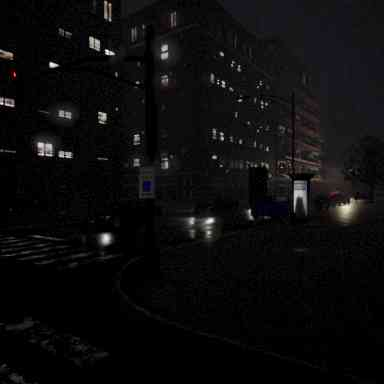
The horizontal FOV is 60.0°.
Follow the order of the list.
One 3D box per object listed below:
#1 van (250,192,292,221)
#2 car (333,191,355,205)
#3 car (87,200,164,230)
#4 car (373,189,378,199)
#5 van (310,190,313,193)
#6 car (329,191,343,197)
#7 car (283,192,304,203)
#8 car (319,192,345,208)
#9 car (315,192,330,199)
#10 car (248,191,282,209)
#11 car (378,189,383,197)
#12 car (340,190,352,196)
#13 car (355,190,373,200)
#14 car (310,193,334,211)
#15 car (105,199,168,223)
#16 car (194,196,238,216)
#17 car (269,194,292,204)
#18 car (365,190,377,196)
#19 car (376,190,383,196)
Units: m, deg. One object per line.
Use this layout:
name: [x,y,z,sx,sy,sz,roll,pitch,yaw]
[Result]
van: [5.657,1.008,23.736,1.690,1.788,3.998,1,1,36]
car: [18.797,0.923,42.138,1.947,1.339,4.313,1,1,36]
car: [-3.831,1.263,19.800,1.882,1.535,5.008,0,1,37]
car: [31.937,0.590,60.535,1.887,1.381,4.507,1,1,36]
van: [19.102,0.536,56.117,1.690,1.788,3.998,1,1,36]
car: [32.227,0.428,74.499,1.887,1.381,4.507,1,1,36]
car: [15.720,0.801,51.388,1.752,1.417,4.829,1,1,36]
car: [15.511,0.979,37.538,1.887,1.381,4.507,1,1,36]
car: [25.664,0.621,65.311,1.802,1.307,4.206,1,1,36]
car: [8.070,0.856,36.434,2.097,1.767,4.553,0,1,36]
car: [41.792,0.355,74.333,1.887,1.381,4.507,1,1,36]
car: [38.791,0.278,83.688,2.008,1.369,4.403,1,1,36]
car: [28.652,0.563,55.934,1.967,1.590,4.097,1,1,36]
car: [12.226,1.078,32.939,1.947,1.339,4.313,1,1,36]
car: [-3.871,1.283,23.960,1.887,1.381,4.507,1,1,36]
car: [2.094,1.123,28.084,1.882,1.535,5.008,0,1,36]
car: [12.537,0.933,46.933,1.802,1.307,4.206,1,1,36]
car: [44.183,0.216,82.110,1.994,1.385,4.181,0,1,36]
car: [45.077,0.315,78.932,1.802,1.307,4.206,1,1,36]
